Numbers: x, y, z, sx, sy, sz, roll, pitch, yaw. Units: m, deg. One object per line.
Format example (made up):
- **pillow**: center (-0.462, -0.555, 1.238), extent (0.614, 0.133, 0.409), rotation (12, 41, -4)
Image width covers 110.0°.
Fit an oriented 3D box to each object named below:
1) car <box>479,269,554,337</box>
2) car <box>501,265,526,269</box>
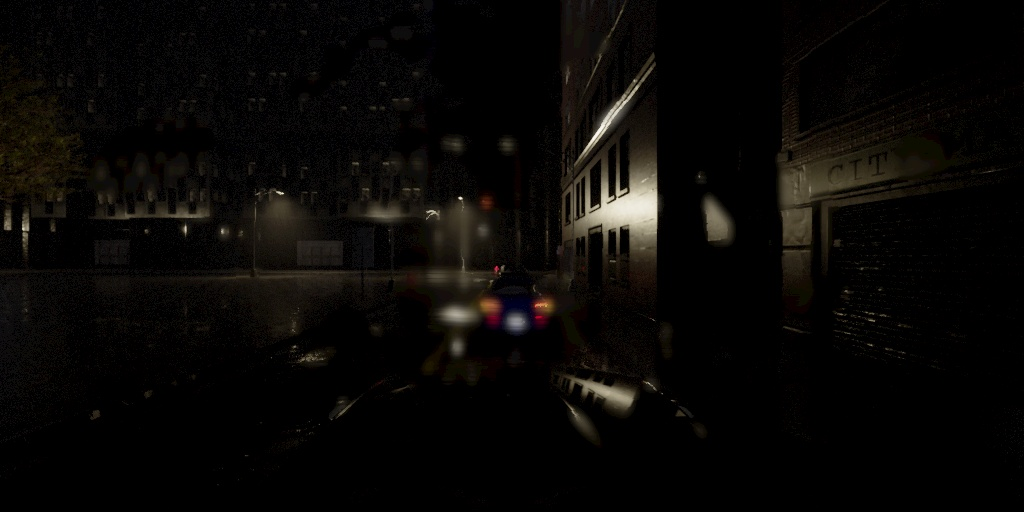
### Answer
- **car**: center (0.105, 1.275, 10.153), extent (1.812, 1.442, 4.674), rotation (0, 0, 0)
- **car**: center (0.098, 1.241, 20.277), extent (2.128, 1.511, 4.902), rotation (0, 0, 1)
